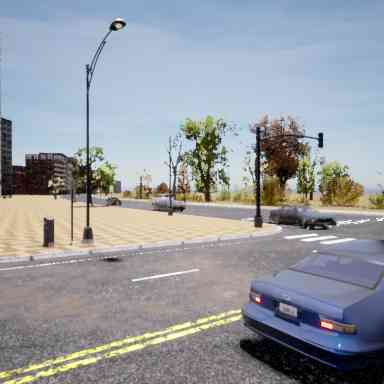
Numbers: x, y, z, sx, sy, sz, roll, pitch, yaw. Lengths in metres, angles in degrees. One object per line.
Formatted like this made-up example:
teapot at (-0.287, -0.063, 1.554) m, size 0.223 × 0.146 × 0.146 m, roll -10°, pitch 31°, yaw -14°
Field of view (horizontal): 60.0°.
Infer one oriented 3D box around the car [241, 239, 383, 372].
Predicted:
car at (3.303, 1.547, 5.655) m, size 5.357 × 1.411 × 2.033 m, roll 0°, pitch 0°, yaw -34°

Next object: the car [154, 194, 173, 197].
car at (-5.091, 1.317, 56.749) m, size 2.150 × 2.045 × 5.566 m, roll 0°, pitch 0°, yaw -30°

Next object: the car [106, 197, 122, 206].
car at (-13.755, 1.642, 58.519) m, size 1.837 × 1.490 × 4.892 m, roll 0°, pitch 0°, yaw -30°

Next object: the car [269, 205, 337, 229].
car at (7.131, 1.582, 22.103) m, size 2.033 × 1.411 × 5.357 m, roll 0°, pitch 0°, yaw -17°

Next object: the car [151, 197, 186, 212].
car at (-2.795, 1.637, 39.872) m, size 2.033 × 1.411 × 5.357 m, roll 0°, pitch 0°, yaw -31°
